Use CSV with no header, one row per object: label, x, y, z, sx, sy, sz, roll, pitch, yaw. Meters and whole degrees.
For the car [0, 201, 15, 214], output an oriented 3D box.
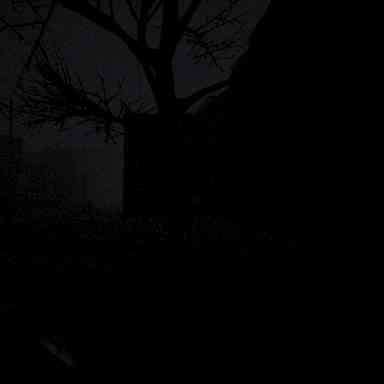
car,-19.806,1.610,33.714,1.994,1.385,4.181,1,0,1
